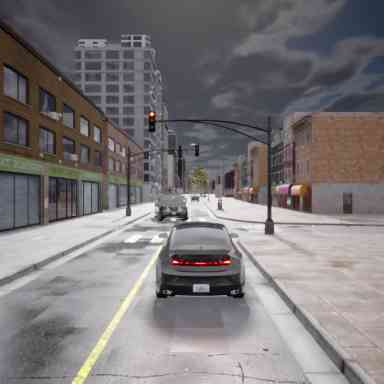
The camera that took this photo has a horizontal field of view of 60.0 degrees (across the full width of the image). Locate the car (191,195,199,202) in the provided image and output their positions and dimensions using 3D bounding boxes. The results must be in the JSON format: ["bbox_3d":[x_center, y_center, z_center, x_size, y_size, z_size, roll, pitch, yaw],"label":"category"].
[{"bbox_3d":[0.724,1.464,75.097,1.837,1.490,4.892,0,0,1],"label":"car"}]

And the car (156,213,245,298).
[{"bbox_3d":[0.174,1.505,8.485,1.837,1.490,4.892,0,0,0],"label":"car"}]

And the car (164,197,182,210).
[{"bbox_3d":[-2.429,1.488,44.418,2.128,1.511,4.902,0,0,1],"label":"car"}]

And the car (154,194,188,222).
[{"bbox_3d":[-1.848,1.224,26.925,2.150,2.045,5.566,0,0,-11],"label":"car"}]

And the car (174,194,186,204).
[{"bbox_3d":[-2.218,1.331,62.323,2.097,1.767,4.553,0,0,1],"label":"car"}]
